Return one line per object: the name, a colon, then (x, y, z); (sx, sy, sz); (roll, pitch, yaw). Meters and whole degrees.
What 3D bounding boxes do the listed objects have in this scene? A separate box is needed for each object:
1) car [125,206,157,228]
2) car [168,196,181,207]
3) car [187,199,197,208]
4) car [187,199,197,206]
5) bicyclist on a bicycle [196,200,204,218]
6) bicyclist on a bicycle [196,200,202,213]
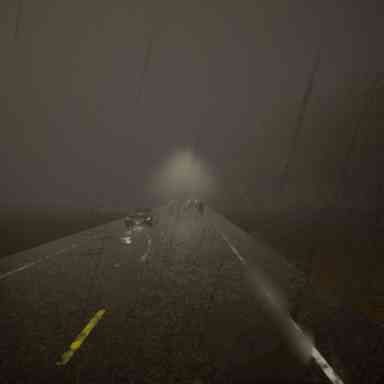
car: (-3.598, 1.782, 24.312); (1.812, 1.442, 4.674); (0, -1, 0)
car: (-3.500, 1.929, 67.292); (2.150, 2.045, 5.566); (0, 0, 0)
car: (0.024, 2.102, 59.400); (1.882, 1.535, 5.008); (0, 0, 1)
car: (0.002, 2.347, 75.550); (1.994, 1.385, 4.181); (0, -1, 0)
bicyclist on a bicycle: (0.963, 1.813, 34.234); (0.582, 1.620, 1.656); (0, -1, 0)
bicyclist on a bicycle: (0.930, 1.900, 44.060); (0.866, 1.612, 1.509); (0, -1, 0)
